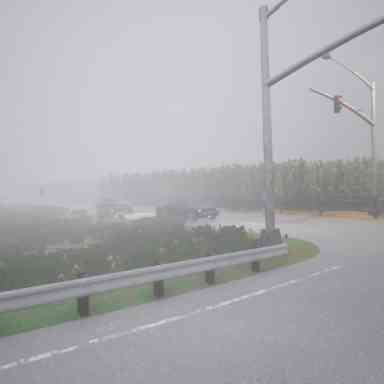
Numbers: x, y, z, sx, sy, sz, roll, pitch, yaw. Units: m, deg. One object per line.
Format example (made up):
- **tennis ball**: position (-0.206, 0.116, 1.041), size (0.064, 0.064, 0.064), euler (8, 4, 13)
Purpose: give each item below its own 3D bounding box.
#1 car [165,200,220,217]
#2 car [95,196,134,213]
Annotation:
- **car**: position (-0.370, 1.188, 22.021), size (1.895, 1.301, 4.718), euler (-3, 2, -41)
- **car**: position (-7.036, 1.132, 29.821), size (1.837, 1.490, 4.892), euler (-3, 2, -40)
